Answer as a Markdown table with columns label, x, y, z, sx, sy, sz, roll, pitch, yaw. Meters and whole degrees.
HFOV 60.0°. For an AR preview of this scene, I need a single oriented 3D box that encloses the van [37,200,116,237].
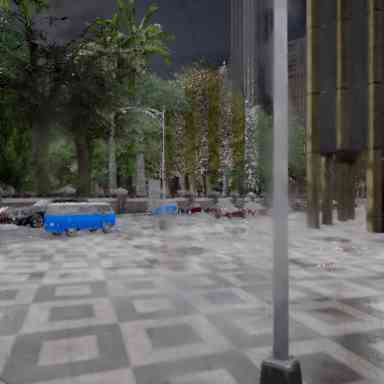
| label | x | y | z | sx | sy | sz | roll | pitch | yaw |
| --- | --- | --- | --- | --- | --- | --- | --- | --- | --- |
| van | -6.082 | 1.478 | 18.500 | 1.690 | 1.788 | 3.998 | -1 | -2 | 36 |

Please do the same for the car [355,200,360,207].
| label | x | y | z | sx | sy | sz | roll | pitch | yaw |
| --- | --- | --- | --- | --- | --- | --- | --- | --- | --- |
| car | 39.047 | 2.948 | 81.291 | 1.947 | 1.339 | 4.313 | -1 | -2 | 36 |

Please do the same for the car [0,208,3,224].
| label | x | y | z | sx | sy | sz | roll | pitch | yaw |
| --- | --- | --- | --- | --- | --- | --- | --- | --- | --- |
| car | -13.010 | 1.723 | 23.461 | 1.802 | 1.307 | 4.206 | -1 | -2 | 36 |

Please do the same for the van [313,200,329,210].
| label | x | y | z | sx | sy | sz | roll | pitch | yaw |
| --- | --- | --- | --- | --- | --- | --- | --- | --- | --- |
| van | 22.928 | 2.291 | 58.868 | 1.690 | 1.788 | 3.998 | -1 | -2 | 36 |

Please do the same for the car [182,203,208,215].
| label | x | y | z | sx | sy | sz | roll | pitch | yaw |
| --- | --- | --- | --- | --- | --- | --- | --- | --- | --- |
| car | -0.117 | 2.049 | 41.403 | 1.887 | 1.381 | 4.507 | -1 | -2 | 36 |

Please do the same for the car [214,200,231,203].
| label | x | y | z | sx | sy | sz | roll | pitch | yaw |
| --- | --- | --- | --- | --- | --- | --- | --- | --- | --- |
| car | 3.484 | 1.894 | 41.796 | 2.097 | 1.767 | 4.553 | 0 | -1 | 36 |

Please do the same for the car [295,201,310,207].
| label | x | y | z | sx | sy | sz | roll | pitch | yaw |
| --- | --- | --- | --- | --- | --- | --- | --- | --- | --- |
| car | 25.671 | 2.783 | 77.286 | 1.947 | 1.339 | 4.313 | -1 | -2 | 36 |

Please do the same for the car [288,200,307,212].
| label | x | y | z | sx | sy | sz | roll | pitch | yaw |
| --- | --- | --- | --- | --- | --- | --- | --- | --- | --- |
| car | 16.482 | 2.337 | 49.893 | 1.947 | 1.339 | 4.313 | -1 | -2 | 36 |

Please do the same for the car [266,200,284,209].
| label | x | y | z | sx | sy | sz | roll | pitch | yaw |
| --- | --- | --- | --- | --- | --- | --- | --- | --- | --- |
| car | 15.999 | 2.395 | 63.832 | 1.967 | 1.590 | 4.097 | -1 | -2 | 36 |

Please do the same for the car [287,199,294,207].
| label | x | y | z | sx | sy | sz | roll | pitch | yaw |
| --- | --- | --- | --- | --- | --- | --- | --- | --- | --- |
| car | 19.223 | 2.625 | 68.314 | 1.802 | 1.307 | 4.206 | -1 | -2 | 36 |

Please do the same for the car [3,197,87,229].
| label | x | y | z | sx | sy | sz | roll | pitch | yaw |
| --- | --- | --- | --- | --- | --- | --- | --- | --- | --- |
| car | -9.735 | 1.391 | 23.436 | 2.150 | 2.045 | 5.566 | 0 | -1 | 36 |

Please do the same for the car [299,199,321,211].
| label | x | y | z | sx | sy | sz | roll | pitch | yaw |
| --- | --- | --- | --- | --- | --- | --- | --- | --- | --- |
| car | 19.704 | 2.176 | 54.384 | 2.192 | 1.841 | 5.009 | -1 | -2 | 36 |

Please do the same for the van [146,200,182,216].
| label | x | y | z | sx | sy | sz | roll | pitch | yaw |
| --- | --- | --- | --- | --- | --- | --- | --- | --- | --- |
| van | -3.341 | 1.754 | 36.923 | 1.690 | 1.788 | 3.998 | -1 | -2 | 36 |

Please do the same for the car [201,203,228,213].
| label | x | y | z | sx | sy | sz | roll | pitch | yaw |
| --- | --- | --- | --- | --- | --- | --- | --- | --- | --- |
| car | 3.106 | 2.176 | 45.888 | 1.802 | 1.307 | 4.206 | -1 | -2 | 36 |

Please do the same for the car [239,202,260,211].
| label | x | y | z | sx | sy | sz | roll | pitch | yaw |
| --- | --- | --- | --- | --- | --- | --- | --- | --- | --- |
| car | 9.553 | 2.357 | 54.858 | 1.802 | 1.307 | 4.206 | -1 | -2 | 36 |

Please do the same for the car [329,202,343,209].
| label | x | y | z | sx | sy | sz | roll | pitch | yaw |
| --- | --- | --- | --- | --- | --- | --- | --- | --- | --- |
| car | 29.376 | 2.708 | 67.834 | 1.802 | 1.307 | 4.206 | -1 | -2 | 36 |

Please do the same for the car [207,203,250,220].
| label | x | y | z | sx | sy | sz | roll | pitch | yaw |
| --- | --- | --- | --- | --- | --- | --- | --- | --- | --- |
| car | 3.589 | 1.991 | 31.951 | 1.802 | 1.307 | 4.206 | -1 | -2 | 36 |

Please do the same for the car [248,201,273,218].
| label | x | y | z | sx | sy | sz | roll | pitch | yaw |
| --- | --- | --- | --- | --- | --- | --- | --- | --- | --- |
| car | 6.812 | 1.940 | 36.440 | 1.967 | 1.590 | 4.097 | -1 | -2 | 36 |

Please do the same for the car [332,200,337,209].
| label | x | y | z | sx | sy | sz | roll | pitch | yaw |
| --- | --- | --- | --- | --- | --- | --- | --- | --- | --- |
| car | 26.151 | 2.354 | 63.354 | 2.192 | 1.841 | 5.009 | -1 | -2 | 36 |
